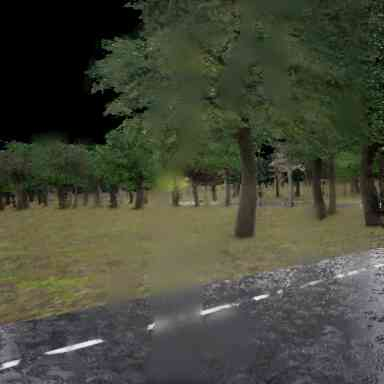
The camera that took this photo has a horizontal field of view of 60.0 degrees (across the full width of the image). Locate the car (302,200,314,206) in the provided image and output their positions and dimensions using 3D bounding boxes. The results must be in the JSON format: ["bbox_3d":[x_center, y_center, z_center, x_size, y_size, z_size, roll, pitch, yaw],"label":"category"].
[{"bbox_3d":[28.741,2.639,80.411,1.994,1.385,4.181,-4,1,-36],"label":"car"}]
